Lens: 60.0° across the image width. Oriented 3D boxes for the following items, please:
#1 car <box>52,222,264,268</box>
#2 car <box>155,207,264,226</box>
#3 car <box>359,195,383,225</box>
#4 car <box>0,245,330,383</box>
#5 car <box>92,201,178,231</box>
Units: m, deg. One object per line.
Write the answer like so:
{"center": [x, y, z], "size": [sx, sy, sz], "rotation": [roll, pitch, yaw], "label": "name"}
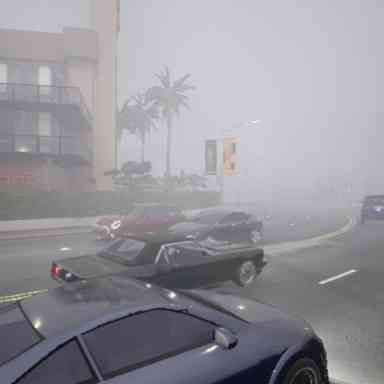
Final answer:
{"center": [-0.463, 1.595, 7.482], "size": [4.718, 1.301, 1.895], "rotation": [0, 0, -38], "label": "car"}
{"center": [1.078, 1.495, 13.822], "size": [4.892, 1.490, 1.837], "rotation": [0, 1, -44], "label": "car"}
{"center": [13.238, 1.214, 23.668], "size": [2.150, 2.045, 5.566], "rotation": [0, 0, 28], "label": "car"}
{"center": [-0.570, 1.562, 3.137], "size": [4.181, 1.385, 1.994], "rotation": [0, 0, -37], "label": "car"}
{"center": [-2.288, 1.340, 15.459], "size": [4.553, 1.767, 2.097], "rotation": [0, 0, -44], "label": "car"}
